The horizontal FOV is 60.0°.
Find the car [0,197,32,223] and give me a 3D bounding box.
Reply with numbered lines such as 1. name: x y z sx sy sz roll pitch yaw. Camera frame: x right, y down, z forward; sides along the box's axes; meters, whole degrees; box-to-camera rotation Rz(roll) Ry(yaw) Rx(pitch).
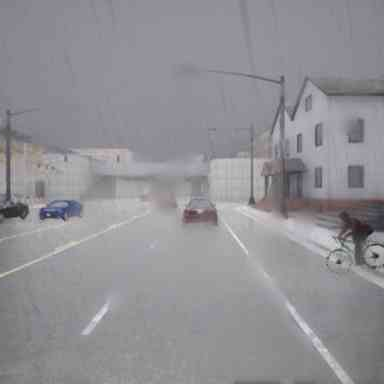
1. car: -13.602 1.346 23.898 2.128 1.511 4.902 0 0 1

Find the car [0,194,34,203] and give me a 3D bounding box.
1. car: -31.218 1.092 59.541 2.038 1.542 4.974 0 0 30

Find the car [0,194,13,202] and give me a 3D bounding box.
1. car: -30.574 0.966 54.200 1.853 1.218 4.536 0 0 -35

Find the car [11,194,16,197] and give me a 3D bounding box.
1. car: -30.544 1.124 54.158 2.038 1.542 4.974 0 0 -35

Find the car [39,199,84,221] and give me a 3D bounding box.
1. car: -9.974 1.325 25.735 1.882 1.535 5.008 0 0 1

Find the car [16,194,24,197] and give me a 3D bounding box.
1. car: -31.244 0.935 59.495 1.853 1.218 4.536 0 0 30

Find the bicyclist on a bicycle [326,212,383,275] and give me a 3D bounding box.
1. bicyclist on a bicycle: 4.298 1.318 8.794 1.656 1.620 0.582 -9 0 1

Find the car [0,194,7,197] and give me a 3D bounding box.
1. car: -30.669 0.994 49.513 1.853 1.218 4.536 0 0 45

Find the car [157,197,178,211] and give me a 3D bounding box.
1. car: -2.662 1.307 36.785 1.812 1.442 4.674 0 0 2

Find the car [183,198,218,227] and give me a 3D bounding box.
1. car: 0.551 1.221 22.005 2.097 1.767 4.553 0 0 1
